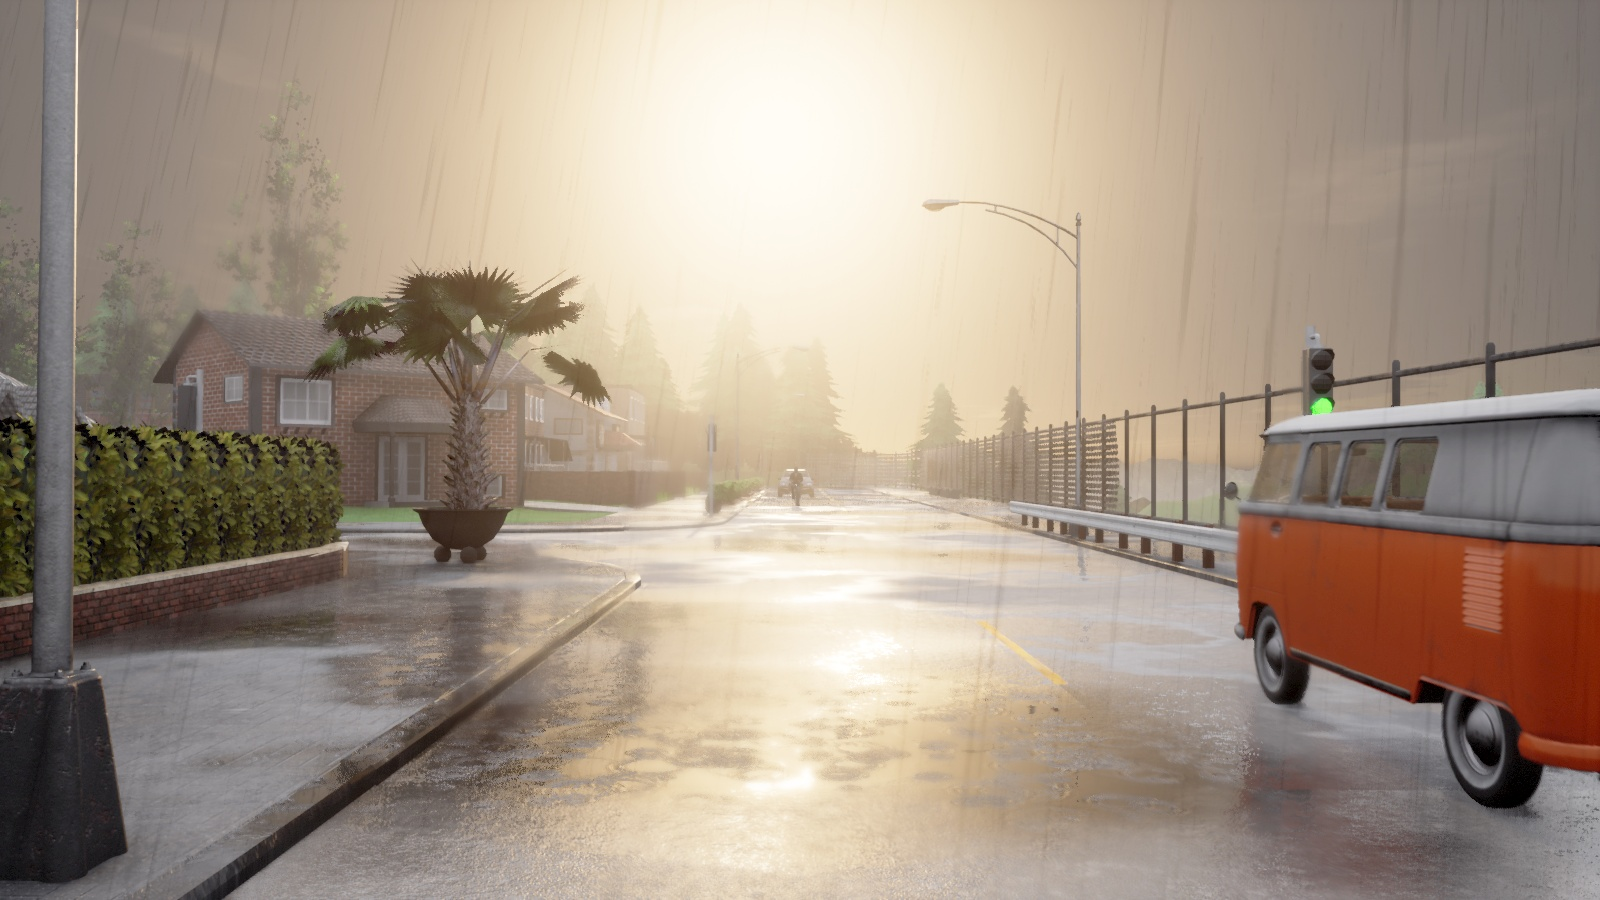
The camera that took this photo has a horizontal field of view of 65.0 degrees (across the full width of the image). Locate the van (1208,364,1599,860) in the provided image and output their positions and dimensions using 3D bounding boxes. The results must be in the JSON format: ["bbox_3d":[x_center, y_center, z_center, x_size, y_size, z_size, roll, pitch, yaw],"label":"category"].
[{"bbox_3d":[3.979,0.675,7.259,1.775,1.987,4.442,0,-1,0],"label":"van"}]

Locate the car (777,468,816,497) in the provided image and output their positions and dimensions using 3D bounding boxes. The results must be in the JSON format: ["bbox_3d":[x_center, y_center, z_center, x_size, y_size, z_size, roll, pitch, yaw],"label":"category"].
[{"bbox_3d":[-0.225,1.928,75.718,2.242,1.667,4.611,0,-1,0],"label":"car"}]
